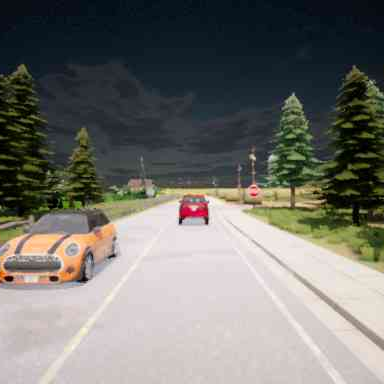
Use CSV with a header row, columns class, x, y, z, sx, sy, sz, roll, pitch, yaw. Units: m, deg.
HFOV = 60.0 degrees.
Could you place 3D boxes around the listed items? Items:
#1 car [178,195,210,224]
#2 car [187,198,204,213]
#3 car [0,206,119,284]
class,x,y,z,sx,sy,sz,roll,pitch,yaw
car,0.146,1.216,24.825,2.150,2.045,5.566,0,0,0
car,0.460,1.473,38.527,1.882,1.535,5.008,0,0,2
car,-3.593,1.351,9.676,2.097,1.767,4.553,0,0,0
